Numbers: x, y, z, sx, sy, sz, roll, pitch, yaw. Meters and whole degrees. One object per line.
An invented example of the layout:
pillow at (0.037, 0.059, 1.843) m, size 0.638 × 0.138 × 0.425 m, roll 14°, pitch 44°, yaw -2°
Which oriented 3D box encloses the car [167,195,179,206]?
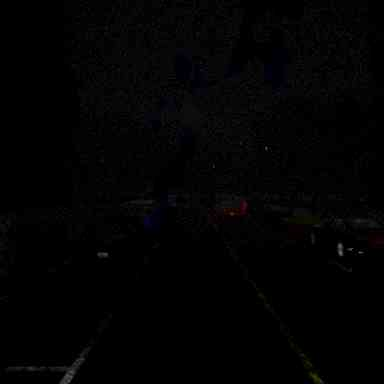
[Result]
car at (-2.688, 1.449, 39.600) m, size 1.967 × 1.590 × 4.097 m, roll 0°, pitch 0°, yaw 0°

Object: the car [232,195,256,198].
car at (5.827, 1.338, 34.146) m, size 2.192 × 1.841 × 5.009 m, roll 0°, pitch 0°, yaw 0°

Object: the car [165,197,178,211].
car at (-2.699, 1.531, 33.993) m, size 1.752 × 1.417 × 4.829 m, roll 0°, pitch 0°, yaw 0°

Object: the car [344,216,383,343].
car at (3.342, 1.229, 3.167) m, size 2.150 × 2.045 × 5.566 m, roll 0°, pitch 0°, yaw 11°

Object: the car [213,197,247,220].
car at (3.094, 1.492, 27.946) m, size 1.882 × 1.535 × 5.008 m, roll 0°, pitch 0°, yaw 1°

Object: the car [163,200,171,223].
car at (-2.721, 1.526, 23.118) m, size 1.752 × 1.417 × 4.829 m, roll 0°, pitch 0°, yaw 0°

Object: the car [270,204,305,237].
car at (5.794, 1.541, 18.003) m, size 1.752 × 1.417 × 4.829 m, roll 0°, pitch 0°, yaw 0°

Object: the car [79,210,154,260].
car at (-2.742, 1.563, 12.413) m, size 1.947 × 1.339 × 4.313 m, roll 0°, pitch 0°, yaw 0°

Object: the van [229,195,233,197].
van at (5.837, 1.367, 39.583) m, size 1.690 × 1.788 × 3.998 m, roll 0°, pitch 0°, yaw 0°

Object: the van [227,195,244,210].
van at (5.848, 1.371, 45.021) m, size 1.690 × 1.788 × 3.998 m, roll 0°, pitch 0°, yaw 0°

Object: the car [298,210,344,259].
car at (5.783, 1.565, 12.395) m, size 2.008 × 1.369 × 4.403 m, roll 0°, pitch 0°, yaw 0°

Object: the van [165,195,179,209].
van at (-2.677, 1.354, 45.038) m, size 1.690 × 1.788 × 3.998 m, roll 0°, pitch 0°, yaw 0°

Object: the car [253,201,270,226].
car at (5.805, 1.563, 23.271) m, size 1.887 × 1.381 × 4.507 m, roll 0°, pitch 0°, yaw 0°

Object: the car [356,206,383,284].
car at (5.773, 1.328, 6.958) m, size 2.192 × 1.841 × 5.009 m, roll 0°, pitch 0°, yaw 0°

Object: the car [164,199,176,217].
car at (-2.710, 1.569, 28.725) m, size 1.947 × 1.339 × 4.313 m, roll 0°, pitch 0°, yaw 0°

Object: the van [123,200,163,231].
van at (-2.731, 1.340, 17.850) m, size 1.690 × 1.788 × 3.998 m, roll 0°, pitch 0°, yaw 0°

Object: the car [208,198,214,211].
car at (3.106, 1.515, 41.435) m, size 2.128 × 1.511 × 4.902 m, roll 0°, pitch 0°, yaw 1°

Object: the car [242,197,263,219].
car at (5.816, 1.460, 28.708) m, size 1.967 × 1.590 × 4.097 m, roll 0°, pitch 0°, yaw 0°
